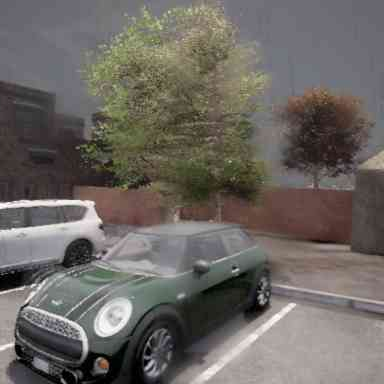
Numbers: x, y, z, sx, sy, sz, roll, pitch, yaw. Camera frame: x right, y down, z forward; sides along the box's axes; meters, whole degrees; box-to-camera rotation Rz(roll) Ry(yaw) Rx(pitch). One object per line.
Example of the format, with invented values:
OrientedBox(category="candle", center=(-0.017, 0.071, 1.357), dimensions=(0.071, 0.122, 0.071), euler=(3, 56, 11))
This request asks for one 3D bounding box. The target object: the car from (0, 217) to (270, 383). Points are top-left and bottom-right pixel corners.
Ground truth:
OrientedBox(category="car", center=(-0.415, 1.365, 5.614), dimensions=(2.185, 1.767, 4.553), euler=(0, 0, 35))

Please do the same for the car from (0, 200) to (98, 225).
OrientedBox(category="car", center=(-4.898, 1.257, 8.736), dimensions=(2.435, 2.045, 5.566), euler=(0, 0, 35))
